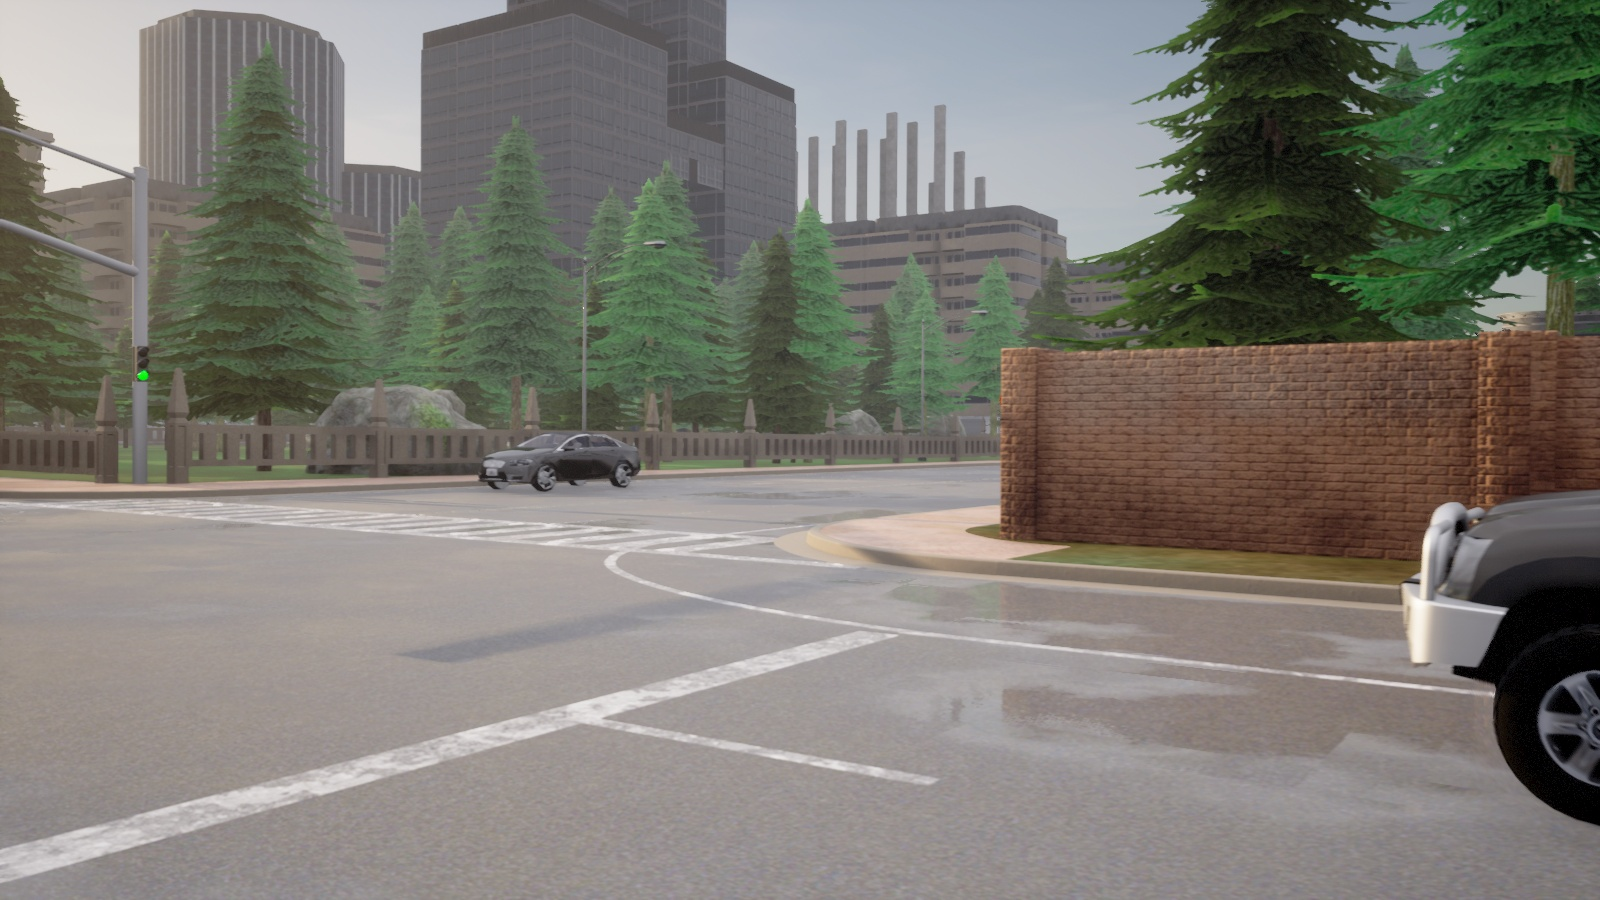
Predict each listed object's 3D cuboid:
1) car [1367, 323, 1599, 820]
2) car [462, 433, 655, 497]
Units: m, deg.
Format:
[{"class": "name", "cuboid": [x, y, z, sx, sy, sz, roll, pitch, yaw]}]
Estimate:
[{"class": "car", "cuboid": [4.770, 0.438, 4.651, 4.605, 1.855, 1.932, 0, 1, 34]}, {"class": "car", "cuboid": [-6.204, 0.344, 32.898, 2.128, 1.511, 4.902, 0, 1, 33]}]
